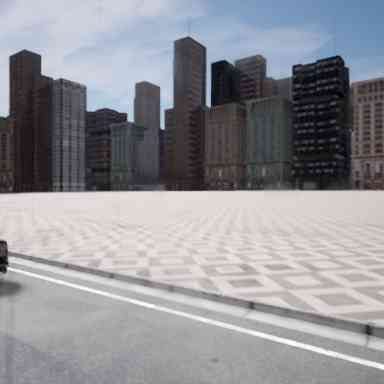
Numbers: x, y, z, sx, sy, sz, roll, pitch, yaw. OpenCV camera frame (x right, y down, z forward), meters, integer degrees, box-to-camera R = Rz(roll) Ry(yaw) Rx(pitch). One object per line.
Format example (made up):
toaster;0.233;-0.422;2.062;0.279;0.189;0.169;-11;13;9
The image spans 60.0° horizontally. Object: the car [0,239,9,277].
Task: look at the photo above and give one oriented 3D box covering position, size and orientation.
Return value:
car;-6.850;1.517;8.883;5.008;1.535;1.882;0;0;36
